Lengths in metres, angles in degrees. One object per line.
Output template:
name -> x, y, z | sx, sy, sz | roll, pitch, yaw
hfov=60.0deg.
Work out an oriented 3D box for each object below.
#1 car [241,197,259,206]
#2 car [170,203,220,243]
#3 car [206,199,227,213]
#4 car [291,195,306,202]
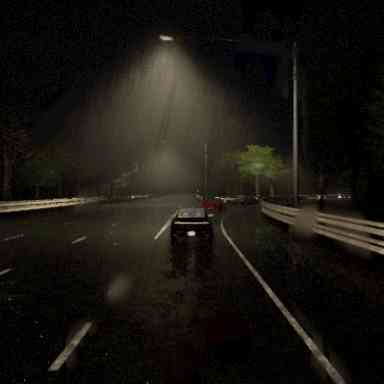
car -> 9.638, 1.515, 54.987 | 1.994, 1.385, 4.181 | 0, 0, 28
car -> 0.034, 1.478, 15.945 | 2.128, 1.511, 4.902 | 0, 0, 1
car -> 2.581, 1.465, 36.212 | 1.882, 1.535, 5.008 | 0, 0, 14
car -> 23.887, 1.432, 75.025 | 2.033, 1.411, 5.357 | 0, 0, 45
